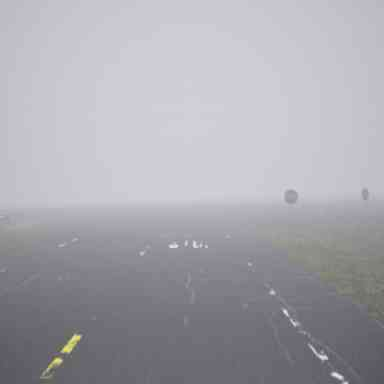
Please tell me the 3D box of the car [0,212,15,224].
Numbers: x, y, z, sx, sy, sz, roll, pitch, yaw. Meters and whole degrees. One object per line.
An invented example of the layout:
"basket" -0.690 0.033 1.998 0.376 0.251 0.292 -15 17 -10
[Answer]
"car" -16.370 1.900 25.876 4.674 1.442 1.812 -2 2 0
